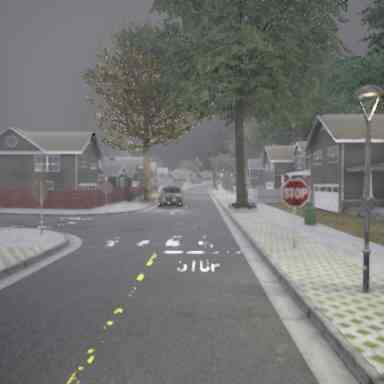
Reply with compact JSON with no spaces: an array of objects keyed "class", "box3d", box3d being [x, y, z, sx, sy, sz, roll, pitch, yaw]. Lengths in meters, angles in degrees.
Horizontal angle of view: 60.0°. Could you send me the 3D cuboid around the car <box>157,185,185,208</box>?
[{"class":"car","box3d":[-1.873,0.412,30.973,2.150,2.045,5.566,0,4,2]}]
